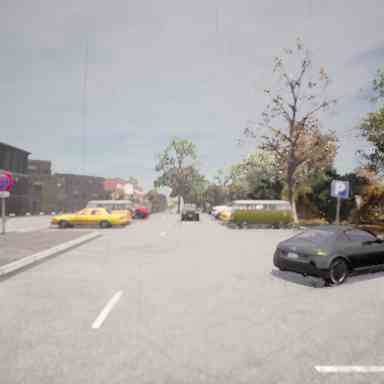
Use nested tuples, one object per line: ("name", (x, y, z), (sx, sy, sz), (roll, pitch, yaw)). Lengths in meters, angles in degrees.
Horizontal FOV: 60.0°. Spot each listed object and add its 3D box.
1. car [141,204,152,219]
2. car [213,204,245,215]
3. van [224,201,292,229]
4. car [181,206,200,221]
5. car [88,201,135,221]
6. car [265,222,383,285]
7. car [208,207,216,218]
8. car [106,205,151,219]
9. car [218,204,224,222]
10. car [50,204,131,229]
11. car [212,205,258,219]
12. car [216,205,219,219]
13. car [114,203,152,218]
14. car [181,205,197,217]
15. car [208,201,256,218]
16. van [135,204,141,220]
("car", (-7.415, 1.983, 36.600), (5.566, 2.045, 2.435), (0, -2, -1))
("car", (5.772, 2.798, 52.553), (4.553, 1.767, 2.097), (1, -3, -18))
("van", (4.809, 1.617, 23.900), (4.442, 1.987, 1.878), (0, -2, 0))
("car", (-0.148, 2.203, 34.438), (1.812, 1.442, 4.674), (0, -2, -1))
("car", (-7.337, 1.809, 27.372), (4.553, 1.767, 2.185), (0, -1, 0))
("car", (4.451, 1.664, 9.758), (4.181, 1.385, 1.994), (0, -1, -28))
("car", (4.815, 1.927, 35.070), (5.566, 2.045, 2.435), (0, -2, -1))
("car", (-7.474, 2.348, 39.506), (5.008, 1.535, 2.097), (0, -2, -1))
("car", (5.090, 1.913, 26.689), (5.366, 1.575, 1.946), (0, -2, 0))
("car", (-7.532, 1.855, 24.450), (5.366, 1.575, 1.946), (0, -2, 0))
("car", (4.804, 2.284, 37.852), (4.892, 1.521, 2.231), (0, -2, -1))
("car", (5.071, 1.990, 29.349), (5.366, 1.575, 1.946), (0, -2, 0))
("car", (-7.484, 2.342, 42.544), (4.553, 1.767, 2.185), (0, -2, -1))
("car", (-0.330, 2.541, 44.309), (1.882, 1.535, 5.008), (0, -2, 2))
("car", (4.749, 2.137, 40.528), (5.566, 2.045, 2.435), (0, -2, -1))
("van", (-7.275, 1.801, 30.411), (4.442, 1.987, 1.878), (0, -2, 0))
